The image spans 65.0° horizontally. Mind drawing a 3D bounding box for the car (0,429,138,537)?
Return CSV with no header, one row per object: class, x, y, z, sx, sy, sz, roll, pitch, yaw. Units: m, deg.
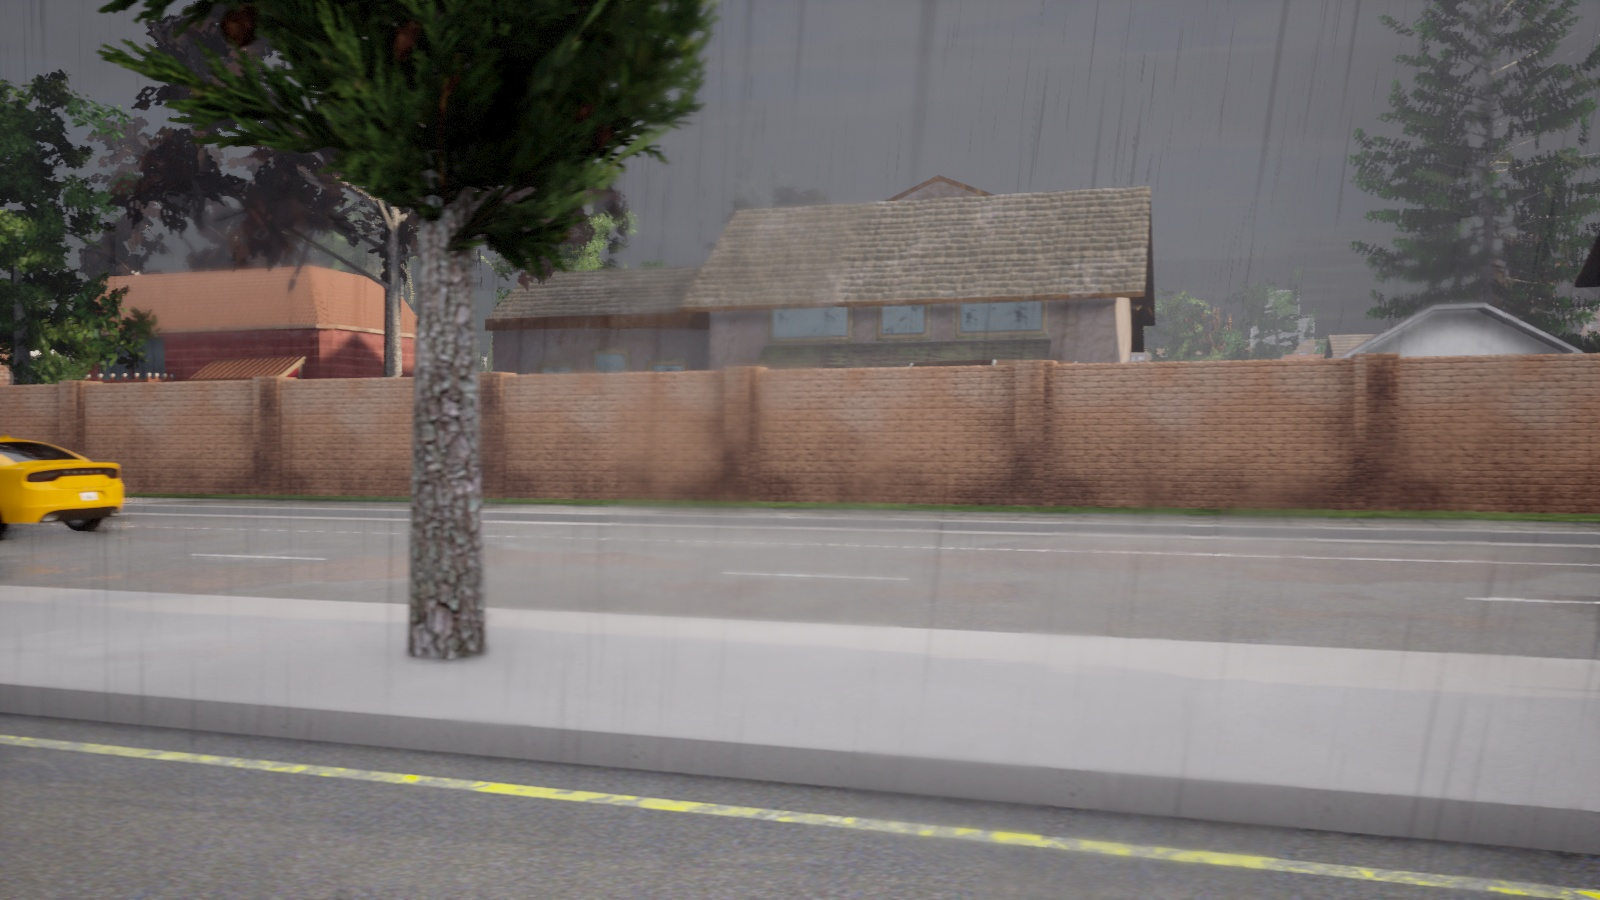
car,-13.084,0.439,19.623,5.008,1.535,1.882,1,1,18
